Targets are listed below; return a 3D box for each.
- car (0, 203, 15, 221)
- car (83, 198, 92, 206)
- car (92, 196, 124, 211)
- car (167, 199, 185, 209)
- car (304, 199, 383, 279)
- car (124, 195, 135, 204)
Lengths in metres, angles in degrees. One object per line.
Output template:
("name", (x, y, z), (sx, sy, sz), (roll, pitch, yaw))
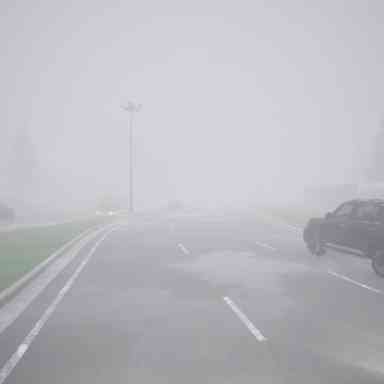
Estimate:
("car", (-15.154, 1.539, 24.675), (1.812, 1.442, 4.674), (0, 0, 7))
("car", (-16.612, 1.627, 55.836), (1.895, 1.301, 4.718), (0, 0, 3))
("car", (-10.382, 1.371, 41.444), (2.097, 1.767, 4.553), (0, 0, 3))
("car", (-2.024, 1.620, 44.308), (1.895, 1.301, 4.718), (0, 0, 4))
("car", (5.646, 1.225, 10.199), (2.150, 2.045, 5.566), (0, 0, -10))
("car", (-12.576, 1.381, 64.875), (2.097, 1.767, 4.553), (0, 0, 4))
